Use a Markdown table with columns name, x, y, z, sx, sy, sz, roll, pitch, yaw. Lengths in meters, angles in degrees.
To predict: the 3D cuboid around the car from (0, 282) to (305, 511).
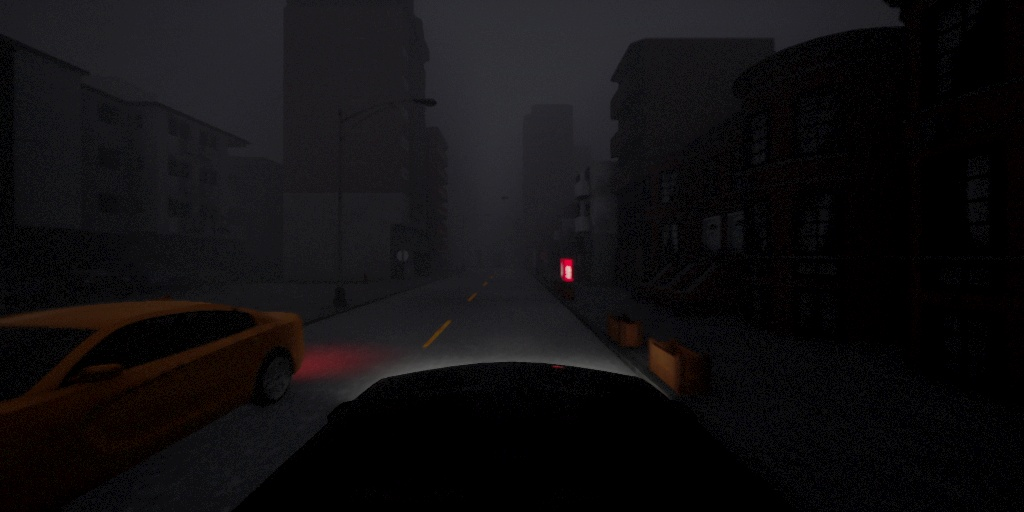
| name | x | y | z | sx | sy | sz | roll | pitch | yaw |
| --- | --- | --- | --- | --- | --- | --- | --- | --- | --- |
| car | -4.102 | 1.228 | 3.422 | 1.882 | 1.535 | 5.008 | 0 | 0 | 0 |

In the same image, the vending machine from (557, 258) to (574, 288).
| name | x | y | z | sx | sy | sz | roll | pitch | yaw |
| --- | --- | --- | --- | --- | --- | --- | --- | --- | --- |
| vending machine | 4.258 | 1.166 | 27.663 | 1.100 | 2.100 | 0.880 | 0 | 0 | 0 |
